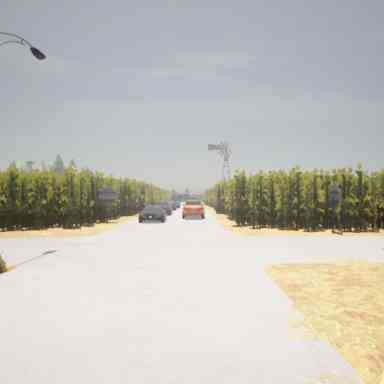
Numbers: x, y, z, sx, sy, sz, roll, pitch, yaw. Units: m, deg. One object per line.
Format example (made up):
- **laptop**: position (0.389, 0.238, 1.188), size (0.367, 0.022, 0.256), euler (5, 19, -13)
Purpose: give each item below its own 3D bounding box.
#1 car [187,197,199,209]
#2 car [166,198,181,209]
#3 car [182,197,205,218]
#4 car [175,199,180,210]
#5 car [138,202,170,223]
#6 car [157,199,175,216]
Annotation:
- **car**: position (0.198, 1.868, 59.244), size (2.150, 2.045, 5.566), euler (0, -1, 0)
- **car**: position (-3.071, 1.907, 55.459), size (2.097, 1.767, 4.553), euler (0, -1, 1)
- **car**: position (0.138, 1.566, 32.891), size (2.097, 1.767, 4.553), euler (0, 0, 0)
- **car**: position (-3.114, 1.789, 45.627), size (2.128, 1.511, 4.902), euler (0, -1, 0)
- **car**: position (-3.153, 1.744, 27.293), size (1.994, 1.385, 4.181), euler (0, -1, 0)
- **car**: position (-3.135, 1.717, 36.160), size (1.837, 1.490, 4.892), euler (0, 0, 0)
